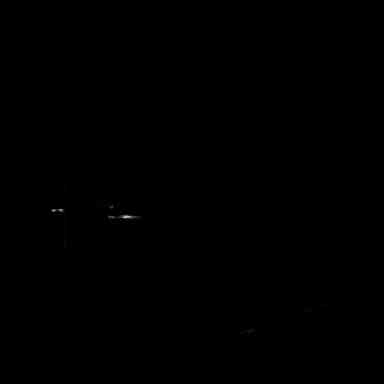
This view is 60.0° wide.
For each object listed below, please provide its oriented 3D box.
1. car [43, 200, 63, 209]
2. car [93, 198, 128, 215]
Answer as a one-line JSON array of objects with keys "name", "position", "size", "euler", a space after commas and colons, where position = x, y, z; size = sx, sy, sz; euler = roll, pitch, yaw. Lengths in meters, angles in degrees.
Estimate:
[{"name": "car", "position": [-20.538, 1.872, 49.316], "size": [1.994, 1.385, 4.181], "euler": [0, 0, -40]}, {"name": "car", "position": [-8.593, 1.475, 35.057], "size": [2.097, 1.767, 4.553], "euler": [0, 0, -40]}]
